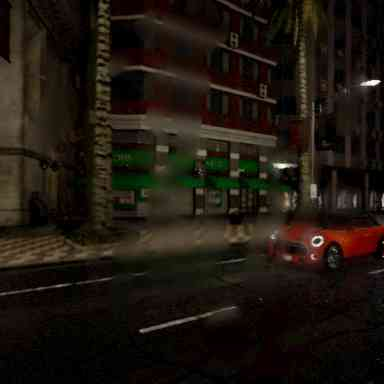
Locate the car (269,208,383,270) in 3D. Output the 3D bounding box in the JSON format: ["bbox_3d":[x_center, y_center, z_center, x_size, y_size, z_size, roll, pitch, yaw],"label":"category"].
[{"bbox_3d":[4.818,1.472,11.559,4.553,1.767,2.097,1,0,-34],"label":"car"}]
